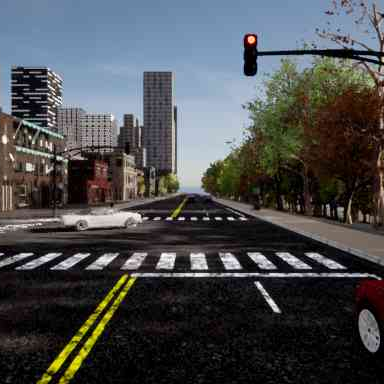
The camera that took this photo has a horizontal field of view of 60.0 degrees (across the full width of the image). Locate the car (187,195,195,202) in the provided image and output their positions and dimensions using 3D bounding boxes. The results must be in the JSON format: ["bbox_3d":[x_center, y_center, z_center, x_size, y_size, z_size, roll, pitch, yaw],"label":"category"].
[{"bbox_3d":[-0.192,1.494,75.609,1.812,1.442,4.674,0,0,0],"label":"car"}]

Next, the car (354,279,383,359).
[{"bbox_3d":[3.342,1.477,2.948,1.882,1.535,5.008,0,0,0],"label":"car"}]

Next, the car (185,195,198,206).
[{"bbox_3d":[-0.038,1.484,53.918,1.837,1.490,4.892,0,0,0],"label":"car"}]

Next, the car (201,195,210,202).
[{"bbox_3d":[3.059,1.469,76.308,1.837,1.490,4.892,0,0,0],"label":"car"}]

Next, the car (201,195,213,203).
[{"bbox_3d":[3.181,1.523,65.814,2.033,1.411,5.357,0,0,0],"label":"car"}]

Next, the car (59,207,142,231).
[{"bbox_3d":[-5.488,1.594,20.254,4.718,1.301,1.895,0,0,-28],"label":"car"}]
